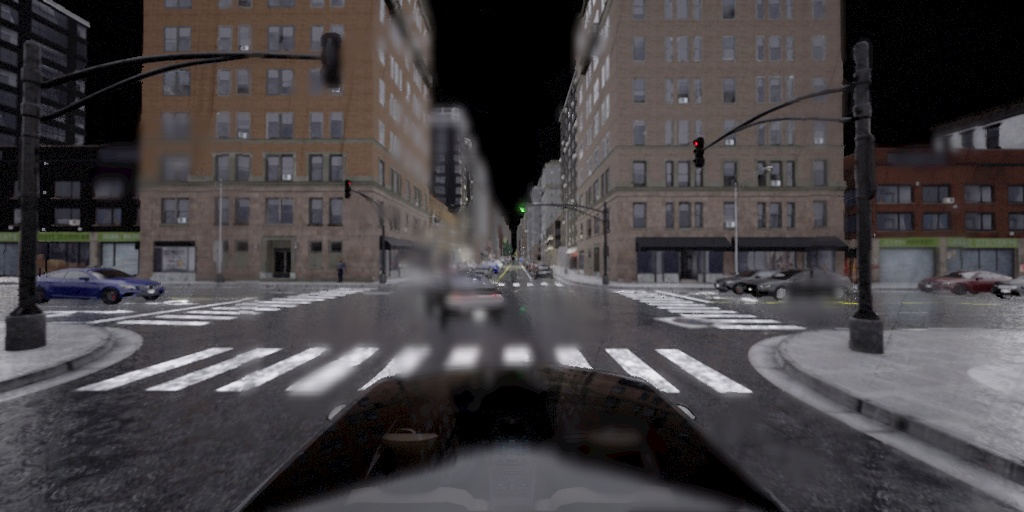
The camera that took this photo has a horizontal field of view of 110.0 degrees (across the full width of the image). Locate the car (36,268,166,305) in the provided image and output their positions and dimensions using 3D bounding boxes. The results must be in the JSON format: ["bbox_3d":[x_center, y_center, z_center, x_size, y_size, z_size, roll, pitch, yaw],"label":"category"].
[{"bbox_3d":[-17.422,1.209,15.031,4.674,1.442,1.812,0,-1,-1],"label":"car"}]

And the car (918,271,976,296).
[{"bbox_3d":[27.355,1.614,21.457,4.674,1.442,1.812,0,-1,1],"label":"car"}]

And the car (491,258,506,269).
[{"bbox_3d":[-2.431,1.565,59.901,1.812,1.442,4.674,0,0,2],"label":"car"}]

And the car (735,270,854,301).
[{"bbox_3d":[14.521,1.461,18.286,4.892,1.490,1.837,0,-1,-1],"label":"car"}]

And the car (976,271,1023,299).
[{"bbox_3d":[27.544,1.533,18.206,4.902,1.511,2.128,0,-1,0],"label":"car"}]

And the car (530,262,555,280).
[{"bbox_3d":[2.958,1.475,33.497,1.948,1.339,4.313,0,0,1],"label":"car"}]

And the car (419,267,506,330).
[{"bbox_3d":[-1.721,1.293,11.415,2.128,1.511,4.902,0,0,-22],"label":"car"}]

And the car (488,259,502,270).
[{"bbox_3d":[-2.663,1.443,44.579,1.882,1.535,5.008,0,0,1],"label":"car"}]

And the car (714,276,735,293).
[{"bbox_3d":[14.700,1.532,21.541,4.674,1.442,1.812,0,-1,1],"label":"car"}]

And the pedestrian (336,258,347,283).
[{"bbox_3d":[-12.378,1.023,25.862,0.375,1.860,0.375,0,-1,0],"label":"pedestrian"}]

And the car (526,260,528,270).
[{"bbox_3d":[3.090,1.514,44.558,2.007,1.370,4.403,0,0,1],"label":"car"}]

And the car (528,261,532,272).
[{"bbox_3d":[3.024,1.481,39.027,1.888,1.381,4.507,0,0,1],"label":"car"}]

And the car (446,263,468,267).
[{"bbox_3d":[-5.568,1.493,33.595,1.802,1.307,4.207,0,0,1],"label":"car"}]

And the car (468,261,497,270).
[{"bbox_3d":[-2.792,1.478,34.133,1.994,1.385,4.181,0,0,1],"label":"car"}]

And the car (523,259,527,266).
[{"bbox_3d":[3.289,1.609,61.149,1.948,1.339,4.313,0,0,1],"label":"car"}]
